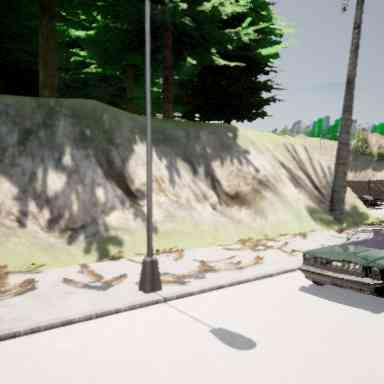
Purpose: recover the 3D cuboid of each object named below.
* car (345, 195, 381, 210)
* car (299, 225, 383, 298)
[{"bbox_3d":[17.911,1.054,36.424,1.882,1.535,5.008,-1,0,-37],"label":"car"},{"bbox_3d":[4.688,1.502,7.894,4.718,1.301,1.895,-1,0,-35],"label":"car"}]
